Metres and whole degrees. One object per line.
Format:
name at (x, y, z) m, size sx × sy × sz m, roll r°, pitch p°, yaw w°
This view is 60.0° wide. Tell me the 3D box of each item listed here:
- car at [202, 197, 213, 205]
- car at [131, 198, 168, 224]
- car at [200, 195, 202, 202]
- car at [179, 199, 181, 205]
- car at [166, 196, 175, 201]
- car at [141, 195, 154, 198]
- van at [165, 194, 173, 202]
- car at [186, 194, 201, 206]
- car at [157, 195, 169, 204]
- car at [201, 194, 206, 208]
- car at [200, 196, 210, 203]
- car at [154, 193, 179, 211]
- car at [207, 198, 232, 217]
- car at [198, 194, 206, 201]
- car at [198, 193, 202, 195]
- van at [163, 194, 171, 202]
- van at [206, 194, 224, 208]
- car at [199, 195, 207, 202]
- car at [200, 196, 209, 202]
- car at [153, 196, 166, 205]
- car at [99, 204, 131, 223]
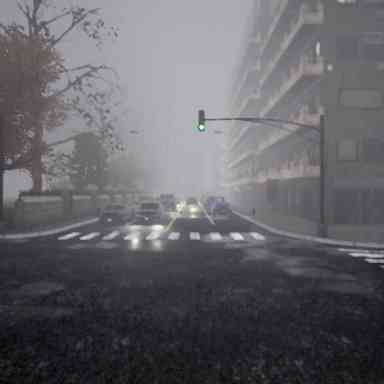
car at (2.710, 1.569, 58.969) m, size 1.887 × 1.381 × 4.507 m, roll 0°, pitch 0°, yaw 0°
car at (-3.089, 1.500, 25.121) m, size 1.837 × 1.490 × 4.892 m, roll 0°, pitch 1°, yaw 0°
car at (2.708, 1.569, 53.339) m, size 2.008 × 1.369 × 4.403 m, roll 0°, pitch 0°, yaw 0°
car at (-2.982, 1.629, 59.321) m, size 2.033 × 1.411 × 5.357 m, roll 0°, pitch 0°, yaw 0°
car at (-5.662, 1.621, 87.121) m, size 2.008 × 1.369 × 4.403 m, roll 0°, pitch 0°, yaw 0°
car at (-5.675, 1.324, 42.081) m, size 2.192 × 1.841 × 5.009 m, roll 0°, pitch 0°, yaw 0°
van at (-5.663, 1.400, 81.491) m, size 1.690 × 1.788 × 3.998 m, roll 0°, pitch 0°, yaw 0°
car at (0.016, 1.497, 53.904) m, size 1.882 × 1.535 × 5.008 m, roll 0°, pitch 0°, yaw 0°
car at (-5.668, 1.472, 64.601) m, size 1.967 × 1.590 × 4.097 m, roll 0°, pitch 0°, yaw 0°
car at (2.707, 1.453, 47.709) m, size 1.967 × 1.590 × 4.097 m, roll 0°, pitch 0°, yaw 0°
car at (2.713, 1.590, 70.229) m, size 2.008 × 1.369 × 4.403 m, roll 0°, pitch 0°, yaw 0°
car at (-3.076, 1.221, 41.261) m, size 2.150 × 2.045 × 5.566 m, roll 0°, pitch 1°, yaw 0°
car at (2.702, 1.546, 30.817) m, size 1.887 × 1.381 × 4.507 m, roll 0°, pitch 0°, yaw 0°
car at (2.720, 1.398, 92.749) m, size 2.192 × 1.841 × 5.009 m, roll 0°, pitch 0°, yaw 0°
car at (2.713, 1.347, 64.599) m, size 2.192 × 1.841 × 5.009 m, roll 0°, pitch 0°, yaw 0°
van at (-5.665, 1.390, 75.862) m, size 1.690 × 1.788 × 3.998 m, roll 0°, pitch 0°, yaw 0°
van at (2.705, 1.345, 36.448) m, size 1.690 × 1.788 × 3.998 m, roll 0°, pitch 0°, yaw 0°
car at (2.717, 1.499, 81.489) m, size 1.967 × 1.590 × 4.097 m, roll 0°, pitch 0°, yaw 0°
car at (2.715, 1.593, 75.859) m, size 1.887 × 1.381 × 4.507 m, roll 0°, pitch 0°, yaw 0°
car at (-5.670, 1.465, 58.972) m, size 1.967 × 1.590 × 4.097 m, roll 0°, pitch 0°, yaw 0°
car at (-5.680, 1.566, 25.190) m, size 1.947 × 1.339 × 4.313 m, roll 0°, pitch 0°, yaw 0°
